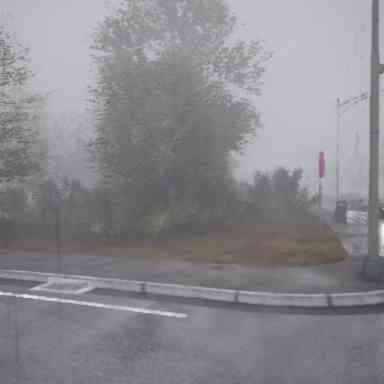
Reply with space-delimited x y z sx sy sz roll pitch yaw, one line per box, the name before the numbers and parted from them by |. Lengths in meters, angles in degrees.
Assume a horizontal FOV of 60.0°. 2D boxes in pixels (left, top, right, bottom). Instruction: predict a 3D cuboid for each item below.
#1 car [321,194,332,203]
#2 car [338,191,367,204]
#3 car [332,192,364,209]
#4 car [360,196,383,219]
car | 20.962 1.011 52.220 2.033 1.411 5.357 0 0 -5
car | 24.476 0.806 50.821 2.097 1.767 4.553 0 0 -1
car | 15.882 1.030 33.378 1.837 1.490 4.892 0 0 11
car | 13.682 1.162 23.461 1.895 1.301 4.718 0 0 14
